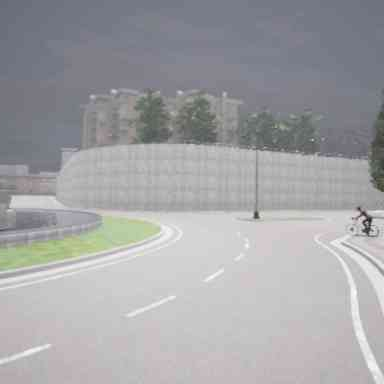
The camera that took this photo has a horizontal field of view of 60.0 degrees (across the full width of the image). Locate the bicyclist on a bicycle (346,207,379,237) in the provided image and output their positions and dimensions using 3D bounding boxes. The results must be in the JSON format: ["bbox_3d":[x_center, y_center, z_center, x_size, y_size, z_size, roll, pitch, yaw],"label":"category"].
[{"bbox_3d":[9.353,1.637,18.295,1.656,1.620,0.582,0,-1,33],"label":"bicyclist on a bicycle"}]
